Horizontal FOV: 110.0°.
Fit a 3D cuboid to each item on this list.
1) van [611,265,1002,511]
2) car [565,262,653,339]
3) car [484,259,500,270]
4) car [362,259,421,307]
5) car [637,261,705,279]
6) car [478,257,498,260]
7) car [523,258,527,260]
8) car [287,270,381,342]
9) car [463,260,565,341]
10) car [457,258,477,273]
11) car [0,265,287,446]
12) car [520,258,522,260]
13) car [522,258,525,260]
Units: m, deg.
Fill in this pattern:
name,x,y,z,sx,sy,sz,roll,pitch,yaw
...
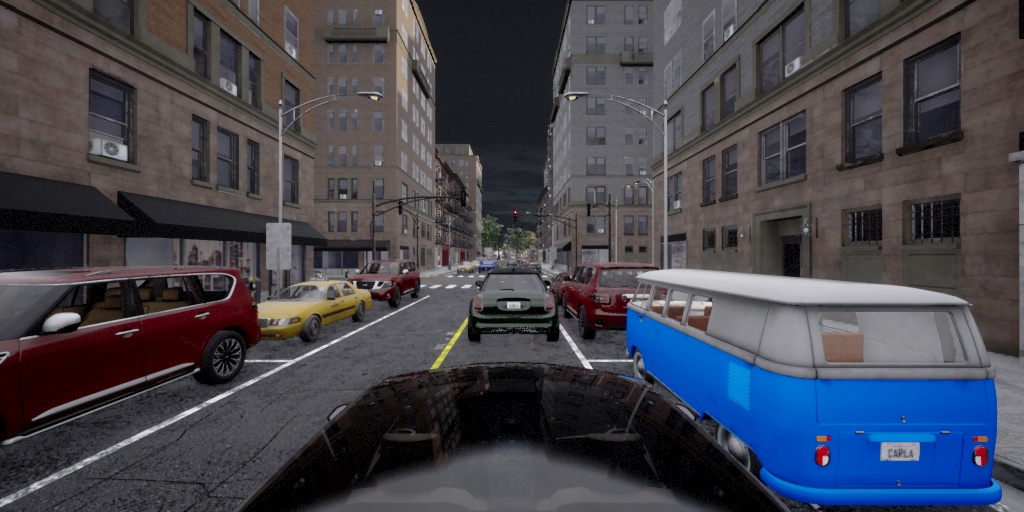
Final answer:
name,x,y,z,sx,sy,sz,roll,pitch,yaw
van,2.635,1.091,4.285,1.690,1.789,3.998,0,0,0
car,2.627,1.065,9.964,2.192,1.841,5.009,0,0,0
car,-2.909,1.241,52.854,2.128,1.511,4.902,0,0,0
car,-5.418,1.064,15.633,2.192,1.841,5.009,0,0,0
car,13.593,1.172,30.811,4.902,1.511,2.128,0,0,0
car,-2.898,1.227,42.887,1.882,1.535,5.008,0,0,0
car,2.584,1.299,42.652,2.007,1.370,4.403,0,0,0
car,-5.410,1.275,9.784,1.751,1.417,4.829,0,0,0
car,0.023,1.102,10.001,2.097,1.767,4.553,0,0,0
car,-5.469,1.274,42.471,1.751,1.417,4.829,0,0,0
car,-5.401,1.065,4.277,2.192,1.841,5.009,0,0,0
car,2.569,1.300,53.615,2.007,1.370,4.403,0,0,0
car,2.576,1.294,48.133,1.888,1.381,4.507,0,0,0
